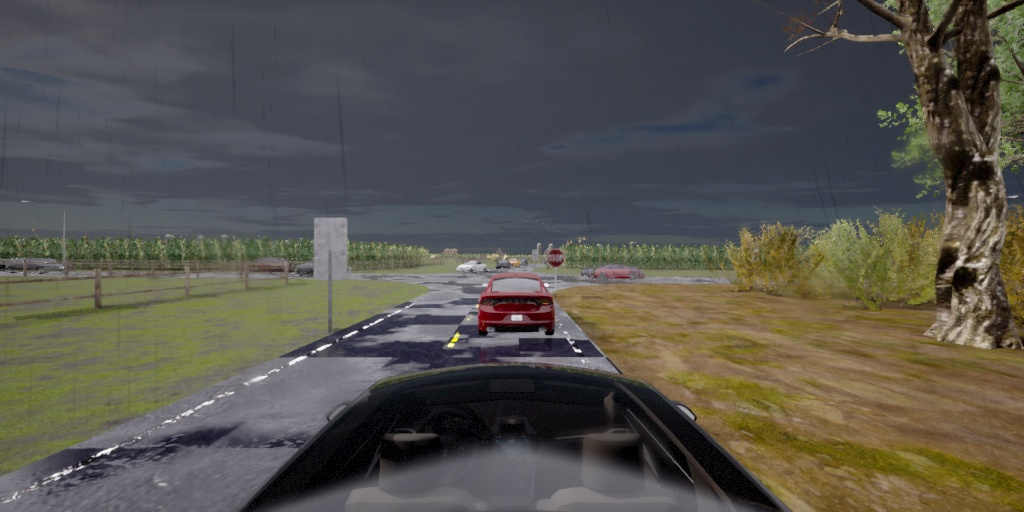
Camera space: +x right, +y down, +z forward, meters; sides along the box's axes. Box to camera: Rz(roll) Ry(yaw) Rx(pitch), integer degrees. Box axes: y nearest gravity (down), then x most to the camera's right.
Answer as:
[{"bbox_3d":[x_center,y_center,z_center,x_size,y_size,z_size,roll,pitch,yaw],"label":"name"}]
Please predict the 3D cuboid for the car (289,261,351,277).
[{"bbox_3d":[-16.939,1.167,32.168,4.674,1.442,1.812,0,0,4],"label":"car"}]

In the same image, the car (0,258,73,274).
[{"bbox_3d":[-44.056,0.934,33.506,4.902,1.511,2.128,0,0,3],"label":"car"}]

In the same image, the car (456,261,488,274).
[{"bbox_3d":[-4.506,1.283,41.470,1.812,1.442,4.674,0,0,28],"label":"car"}]

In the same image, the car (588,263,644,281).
[{"bbox_3d":[8.972,1.379,30.475,4.181,1.385,1.994,0,0,5],"label":"car"}]

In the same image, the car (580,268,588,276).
[{"bbox_3d":[9.246,1.373,34.171,5.357,1.411,2.033,0,0,5],"label":"car"}]

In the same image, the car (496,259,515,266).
[{"bbox_3d":[-1.215,1.320,54.673,2.033,1.411,5.357,0,0,6],"label":"car"}]

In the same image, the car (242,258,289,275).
[{"bbox_3d":[-24.730,0.947,36.271,4.553,1.767,2.097,0,0,3],"label":"car"}]

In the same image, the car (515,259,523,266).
[{"bbox_3d":[0.224,1.261,64.645,1.882,1.535,5.008,0,0,10],"label":"car"}]

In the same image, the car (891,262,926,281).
[{"bbox_3d":[34.308,1.330,31.749,4.553,1.767,2.097,0,0,6],"label":"car"}]

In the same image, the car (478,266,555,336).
[{"bbox_3d":[0.111,1.228,10.478,1.882,1.535,5.008,0,0,0],"label":"car"}]

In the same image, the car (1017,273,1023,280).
[{"bbox_3d":[41.559,1.537,27.194,4.674,1.442,1.812,1,0,7],"label":"car"}]
